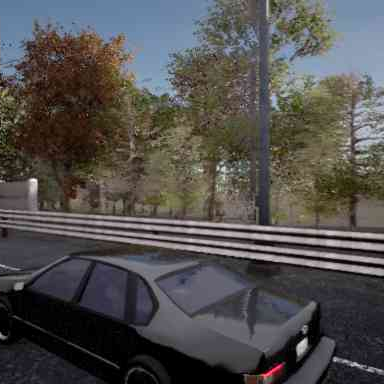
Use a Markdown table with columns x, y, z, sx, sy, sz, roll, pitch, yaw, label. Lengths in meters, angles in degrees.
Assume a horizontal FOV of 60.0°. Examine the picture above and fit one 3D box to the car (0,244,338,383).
| x | y | z | sx | sy | sz | roll | pitch | yaw | label |
| --- | --- | --- | --- | --- | --- | --- | --- | --- | --- |
| -0.964 | 1.484 | 4.614 | 5.357 | 1.411 | 2.033 | 0 | 0 | 37 | car |
